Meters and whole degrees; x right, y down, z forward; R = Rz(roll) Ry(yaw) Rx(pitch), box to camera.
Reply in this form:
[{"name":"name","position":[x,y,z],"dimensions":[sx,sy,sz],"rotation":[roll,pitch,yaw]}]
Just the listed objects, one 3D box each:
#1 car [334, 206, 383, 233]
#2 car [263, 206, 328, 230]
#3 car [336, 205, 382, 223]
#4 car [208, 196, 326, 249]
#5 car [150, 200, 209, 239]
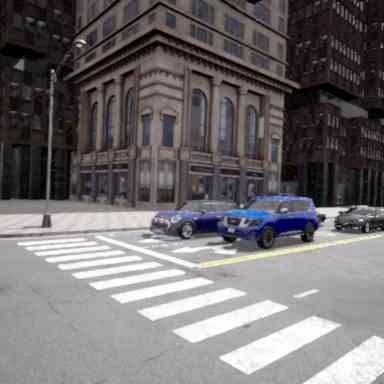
[{"name":"car","position":[10.901,1.710,21.281],"dimensions":[4.892,1.490,1.837],"rotation":[2,1,-41]},{"name":"car","position":[6.956,1.643,22.160],"dimensions":[4.718,1.301,1.895],"rotation":[2,1,-41]},{"name":"car","position":[14.459,1.868,28.688],"dimensions":[4.718,1.301,1.895],"rotation":[2,1,-41]},{"name":"car","position":[3.579,1.208,14.907],"dimensions":[5.566,2.045,2.150],"rotation":[2,1,-43]},{"name":"car","position":[0.193,1.192,16.257],"dimensions":[4.553,1.767,2.097],"rotation":[2,1,-41]}]
